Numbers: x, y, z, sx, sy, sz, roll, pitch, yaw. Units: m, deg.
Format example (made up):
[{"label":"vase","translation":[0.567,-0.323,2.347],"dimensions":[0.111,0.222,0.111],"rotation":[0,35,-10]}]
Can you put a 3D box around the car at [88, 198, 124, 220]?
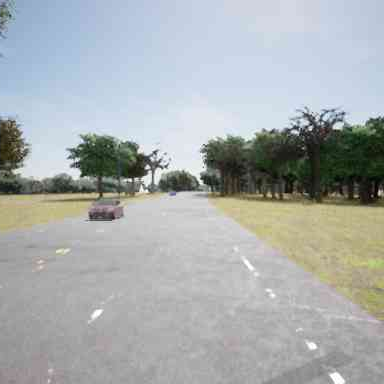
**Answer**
[{"label":"car","translation":[-7.017,1.323,27.555],"dimensions":[2.097,1.767,4.553],"rotation":[0,0,0]}]
